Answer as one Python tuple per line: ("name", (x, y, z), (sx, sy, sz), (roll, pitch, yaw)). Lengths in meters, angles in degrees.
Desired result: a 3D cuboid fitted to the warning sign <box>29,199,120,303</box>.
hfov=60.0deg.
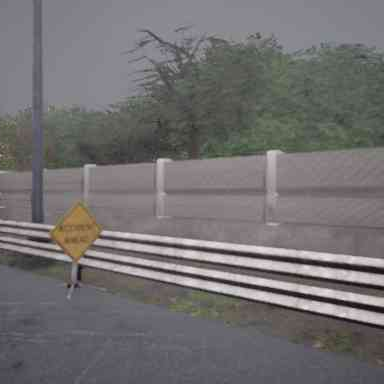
("warning sign", (-2.428, 1.118, 6.960), (1.060, 1.860, 1.300), (3, -1, 36))
